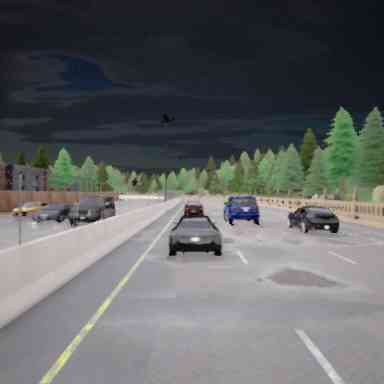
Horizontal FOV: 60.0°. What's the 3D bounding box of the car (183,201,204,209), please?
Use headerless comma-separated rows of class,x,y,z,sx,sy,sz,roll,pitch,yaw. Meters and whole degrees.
car,0.162,1.614,33.176,1.882,1.535,5.008,0,0,0

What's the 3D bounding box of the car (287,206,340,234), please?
car,7.133,1.595,19.999,1.837,1.490,4.892,0,0,0

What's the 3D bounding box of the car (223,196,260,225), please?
car,3.645,1.330,25.147,2.150,2.045,5.566,0,0,0

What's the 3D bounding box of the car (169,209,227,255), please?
car,0.120,1.620,13.554,1.994,1.385,4.181,0,0,0
